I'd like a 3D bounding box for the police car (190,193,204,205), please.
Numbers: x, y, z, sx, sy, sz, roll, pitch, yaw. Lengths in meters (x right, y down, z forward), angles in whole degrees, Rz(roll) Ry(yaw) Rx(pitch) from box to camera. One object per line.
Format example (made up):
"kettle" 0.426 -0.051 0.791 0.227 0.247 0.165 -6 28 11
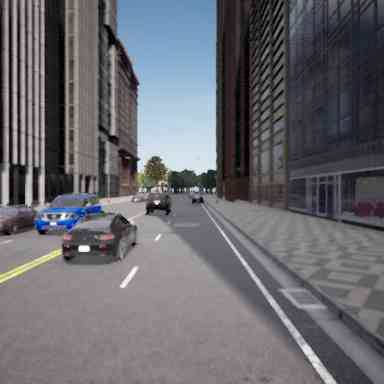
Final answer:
"police car" 0.972 1.195 55.078 1.930 1.638 5.238 0 0 0

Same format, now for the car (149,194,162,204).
"car" -6.541 1.224 60.282 1.882 1.535 5.008 0 0 1

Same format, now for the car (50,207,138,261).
"car" -3.137 1.478 11.987 1.812 1.442 4.674 0 0 0

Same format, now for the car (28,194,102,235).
"car" -6.600 1.147 18.579 2.150 2.045 5.566 0 0 0

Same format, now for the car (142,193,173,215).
"car" -3.151 1.089 32.505 2.150 2.045 5.566 0 0 0

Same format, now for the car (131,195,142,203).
"car" -9.789 1.240 60.282 2.128 1.511 4.902 0 0 1

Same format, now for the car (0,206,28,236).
"car" -9.849 1.474 18.263 2.033 1.411 5.357 0 0 0
